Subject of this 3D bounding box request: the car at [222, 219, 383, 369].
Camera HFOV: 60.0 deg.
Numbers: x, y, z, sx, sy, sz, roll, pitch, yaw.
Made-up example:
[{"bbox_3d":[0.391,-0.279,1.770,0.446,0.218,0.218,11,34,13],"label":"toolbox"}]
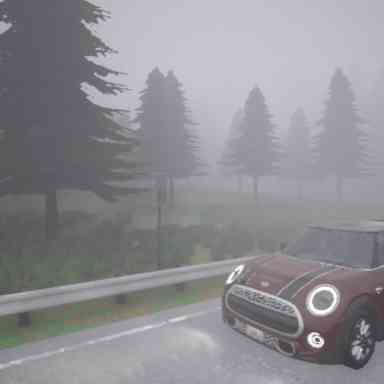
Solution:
[{"bbox_3d":[2.699,1.327,5.816,4.553,1.767,2.097,0,0,-35],"label":"car"}]
